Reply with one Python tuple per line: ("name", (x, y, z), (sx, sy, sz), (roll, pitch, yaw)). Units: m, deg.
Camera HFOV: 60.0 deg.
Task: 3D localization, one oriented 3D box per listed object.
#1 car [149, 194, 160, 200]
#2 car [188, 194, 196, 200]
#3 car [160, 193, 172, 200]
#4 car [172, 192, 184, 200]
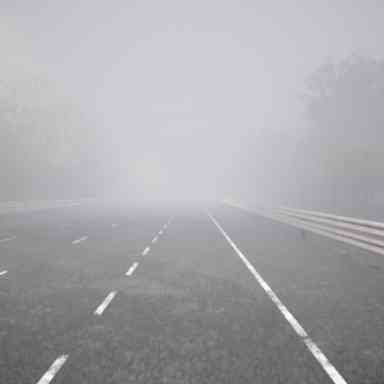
("car", (-10.491, 1.359, 90.833), (1.837, 1.490, 4.892), (0, 0, 0))
("car", (0.009, 1.215, 91.217), (2.097, 1.767, 4.553), (0, 0, 0))
("car", (-6.991, 1.384, 91.249), (1.812, 1.442, 4.674), (0, 0, 0))
("car", (-3.490, 1.084, 90.862), (2.150, 2.045, 5.566), (0, 0, 0))
